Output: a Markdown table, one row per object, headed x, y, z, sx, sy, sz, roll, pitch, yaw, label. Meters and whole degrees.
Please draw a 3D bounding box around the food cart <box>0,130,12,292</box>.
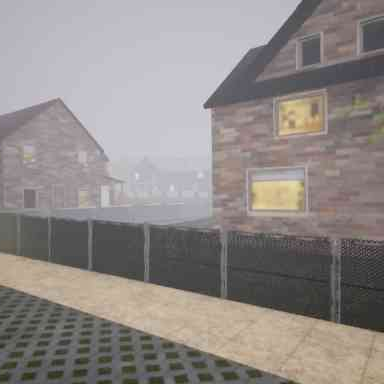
| x | y | z | sx | sy | sz | roll | pitch | yaw | label |
| --- | --- | --- | --- | --- | --- | --- | --- | --- | --- |
| -6.655 | 0.472 | 7.918 | 4.660 | 3.560 | 2.280 | -1 | 0 | 35 | food cart |
